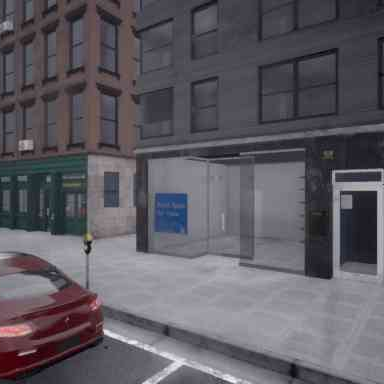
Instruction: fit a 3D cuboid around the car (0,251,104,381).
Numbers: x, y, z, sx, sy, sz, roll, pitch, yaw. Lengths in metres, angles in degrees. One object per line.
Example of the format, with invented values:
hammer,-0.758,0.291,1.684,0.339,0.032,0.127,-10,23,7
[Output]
car,-3.089,1.582,5.026,4.206,1.307,1.802,0,0,36
